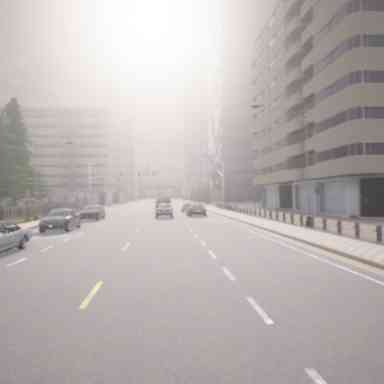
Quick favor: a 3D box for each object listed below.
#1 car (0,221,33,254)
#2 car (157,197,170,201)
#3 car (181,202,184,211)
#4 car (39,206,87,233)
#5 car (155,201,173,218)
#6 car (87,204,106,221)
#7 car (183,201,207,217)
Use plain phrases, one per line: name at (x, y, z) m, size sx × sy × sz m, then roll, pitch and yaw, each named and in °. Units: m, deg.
car at (-8.186, 1.891, 13.291) m, size 1.895 × 1.301 × 4.718 m, roll -1°, pitch -1°, yaw -5°
car at (-3.888, 1.761, 45.577) m, size 2.150 × 2.045 × 5.566 m, roll -1°, pitch -1°, yaw -5°
car at (-0.484, 1.969, 47.010) m, size 1.882 × 1.535 × 5.008 m, roll -1°, pitch 0°, yaw -5°
car at (-9.048, 1.913, 23.195) m, size 1.837 × 1.490 × 4.892 m, roll -1°, pitch -1°, yaw -5°
car at (-2.929, 1.964, 35.165) m, size 2.033 × 1.411 × 5.357 m, roll -1°, pitch -1°, yaw -5°
car at (-9.885, 2.004, 33.191) m, size 1.882 × 1.535 × 5.008 m, roll -1°, pitch -1°, yaw -5°
car at (0.444, 1.935, 36.914) m, size 1.994 × 1.385 × 4.181 m, roll -1°, pitch -1°, yaw -5°
